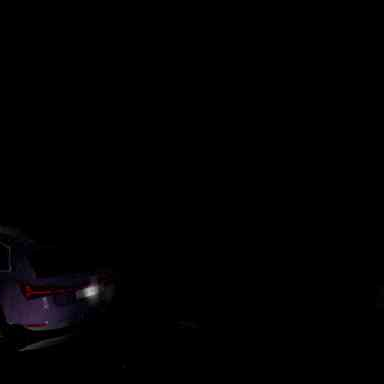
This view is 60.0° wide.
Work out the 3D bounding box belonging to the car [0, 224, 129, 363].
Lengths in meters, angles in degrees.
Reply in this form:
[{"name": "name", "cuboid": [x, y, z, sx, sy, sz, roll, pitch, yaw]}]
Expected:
[{"name": "car", "cuboid": [-3.218, 1.393, 5.862, 4.856, 1.649, 2.033, 1, 0, 36]}]
